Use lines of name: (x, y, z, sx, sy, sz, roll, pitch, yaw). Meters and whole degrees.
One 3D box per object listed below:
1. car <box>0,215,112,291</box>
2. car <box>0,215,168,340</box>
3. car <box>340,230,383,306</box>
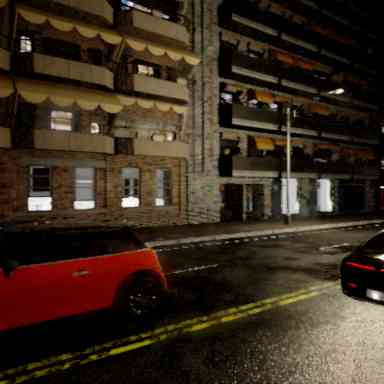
car: (-4.689, 1.474, 8.306, 4.892, 1.490, 1.837, 0, 0, -36)
car: (-2.754, 1.332, 5.689, 4.553, 1.767, 2.097, 0, 0, -36)
car: (5.092, 1.496, 7.026, 4.892, 1.490, 1.837, 0, 0, -35)
